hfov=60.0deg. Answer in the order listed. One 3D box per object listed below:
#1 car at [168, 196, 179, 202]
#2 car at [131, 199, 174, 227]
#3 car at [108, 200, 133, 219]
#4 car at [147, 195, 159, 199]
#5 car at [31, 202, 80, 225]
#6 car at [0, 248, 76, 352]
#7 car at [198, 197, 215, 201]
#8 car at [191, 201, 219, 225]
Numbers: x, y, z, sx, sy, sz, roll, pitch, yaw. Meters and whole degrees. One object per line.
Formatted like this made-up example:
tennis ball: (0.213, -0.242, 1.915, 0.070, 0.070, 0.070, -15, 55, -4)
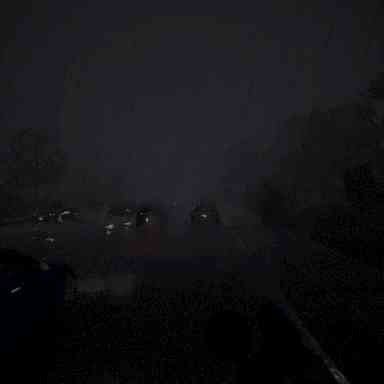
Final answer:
car: (-3.961, 1.489, 70.664, 1.994, 1.385, 4.181, 0, 0, 3)
car: (-2.608, 1.507, 22.929, 1.837, 1.490, 4.892, 0, 0, 3)
car: (-6.002, 1.476, 29.601, 1.882, 1.535, 5.008, 0, 0, 3)
car: (-7.716, 1.355, 65.558, 2.097, 1.767, 4.553, 0, 0, 3)
car: (-9.764, 1.483, 24.186, 2.128, 1.511, 4.902, 0, 0, 3)
car: (-3.282, 1.523, 4.859, 1.812, 1.442, 4.674, 0, 0, 1)
car: (1.789, 1.365, 41.989, 2.097, 1.767, 4.553, 0, 0, 3)
car: (0.947, 1.572, 24.025, 1.994, 1.385, 4.181, 0, 0, 3)
